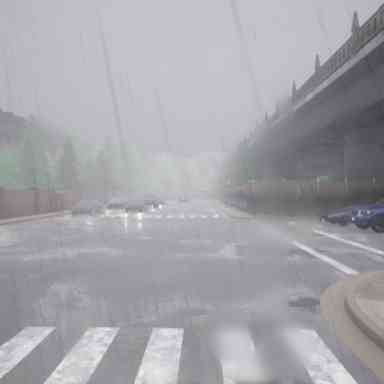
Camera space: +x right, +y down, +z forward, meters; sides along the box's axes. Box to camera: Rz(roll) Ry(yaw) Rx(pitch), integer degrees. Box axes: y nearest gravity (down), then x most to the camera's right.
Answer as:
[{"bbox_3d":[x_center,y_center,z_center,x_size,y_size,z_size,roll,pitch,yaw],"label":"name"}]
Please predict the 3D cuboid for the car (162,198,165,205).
[{"bbox_3d":[-5.837,1.542,57.745,1.994,1.385,4.181,0,0,2],"label":"car"}]

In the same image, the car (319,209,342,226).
[{"bbox_3d":[11.664,1.539,22.782,5.357,1.411,2.033,0,0,1],"label":"car"}]

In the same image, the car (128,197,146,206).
[{"bbox_3d":[-9.364,1.526,56.819,2.033,1.411,5.357,0,0,2],"label":"car"}]

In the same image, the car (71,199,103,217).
[{"bbox_3d":[-9.925,1.492,31.758,1.837,1.490,4.892,0,0,1],"label":"car"}]

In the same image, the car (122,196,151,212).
[{"bbox_3d":[-6.279,1.490,37.920,1.837,1.490,4.892,0,0,1],"label":"car"}]

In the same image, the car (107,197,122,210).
[{"bbox_3d":[-9.673,1.461,43.454,1.882,1.535,5.008,0,0,1],"label":"car"}]

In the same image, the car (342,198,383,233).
[{"bbox_3d":[12.122,1.215,19.279,5.566,2.045,2.150,0,0,1],"label":"car"}]

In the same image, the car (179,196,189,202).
[{"bbox_3d":[-1.922,1.523,76.146,1.994,1.385,4.181,0,0,4],"label":"car"}]

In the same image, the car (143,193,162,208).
[{"bbox_3d":[-6.083,1.203,47.772,2.150,2.045,5.566,0,0,1],"label":"car"}]
